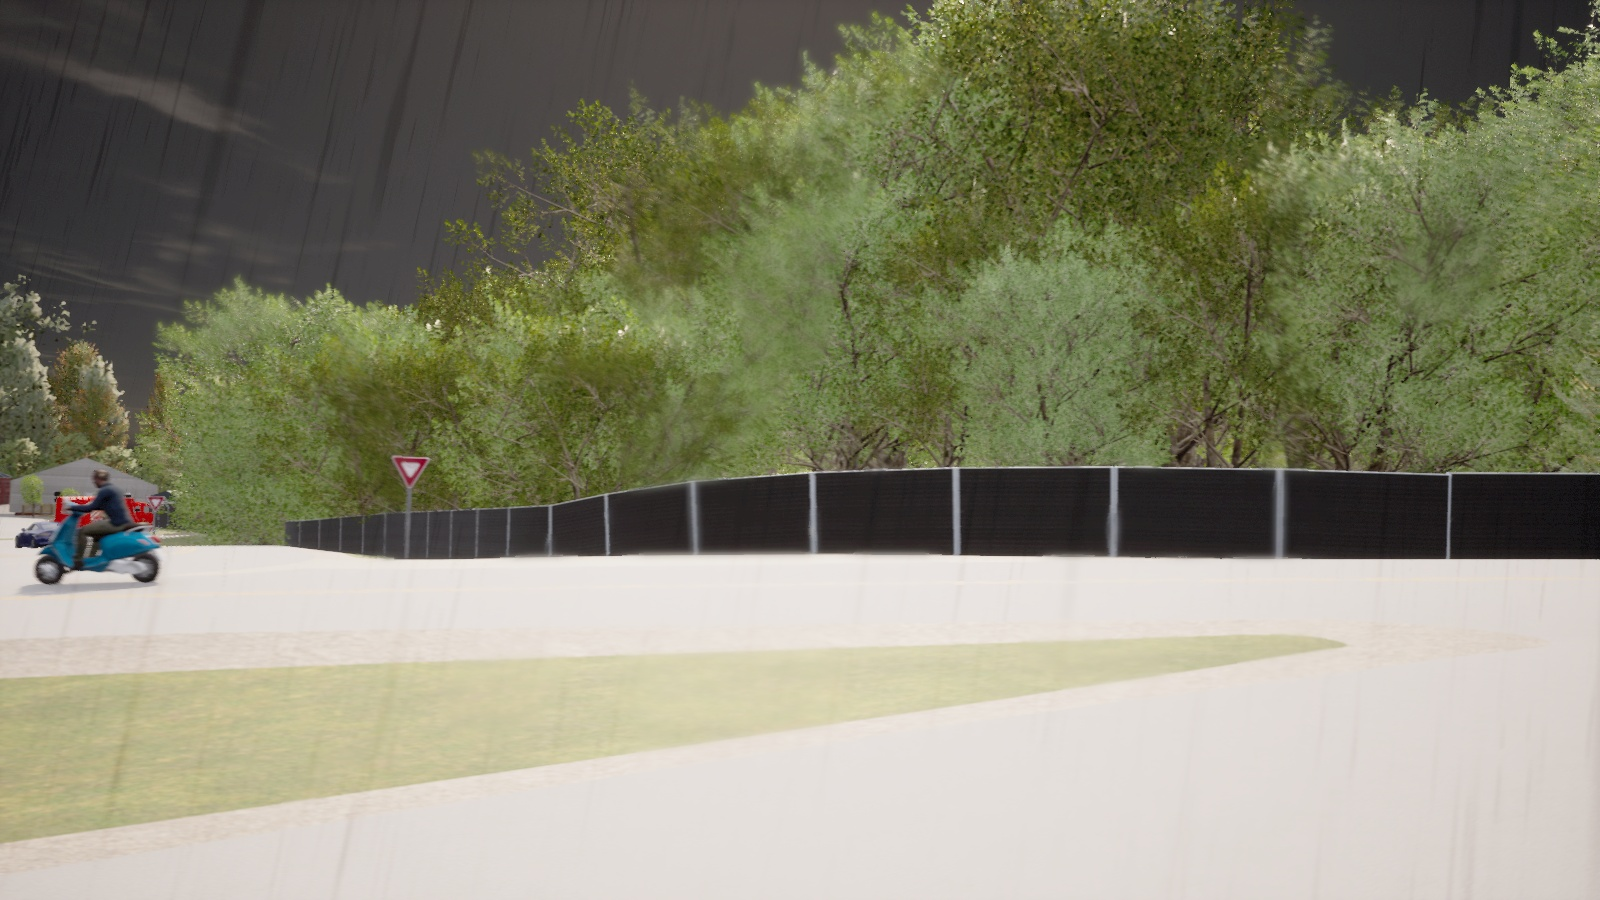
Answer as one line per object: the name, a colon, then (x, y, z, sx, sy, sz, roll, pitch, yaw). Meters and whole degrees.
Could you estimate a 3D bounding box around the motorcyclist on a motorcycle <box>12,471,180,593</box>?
motorcyclist on a motorcycle: (-9.702, 1.110, 17.356, 1.817, 1.590, 0.866, -1, -1, 0)

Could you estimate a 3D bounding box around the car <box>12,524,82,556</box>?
car: (-36.841, 4.384, 61.396, 1.812, 1.442, 4.674, 3, -4, -45)

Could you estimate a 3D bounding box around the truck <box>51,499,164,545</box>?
truck: (-40.229, 4.133, 73.145, 2.627, 2.467, 5.204, 1, -1, 21)
